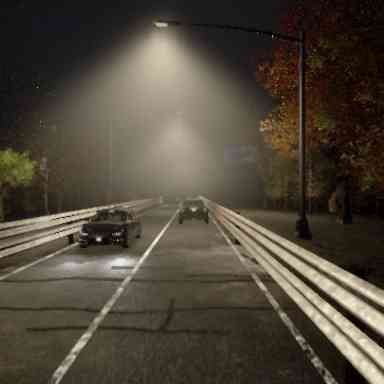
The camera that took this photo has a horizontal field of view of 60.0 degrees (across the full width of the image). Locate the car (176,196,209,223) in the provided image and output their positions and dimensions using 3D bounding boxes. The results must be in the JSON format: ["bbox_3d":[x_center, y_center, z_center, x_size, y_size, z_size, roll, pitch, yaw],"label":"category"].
[{"bbox_3d":[0.124,1.278,25.041,2.097,1.767,4.553,0,0,0],"label":"car"}]

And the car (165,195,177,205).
[{"bbox_3d":[-3.282,1.245,55.347,2.097,1.767,4.553,0,0,0],"label":"car"}]

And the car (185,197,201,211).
[{"bbox_3d":[0.134,1.413,41.396,1.837,1.490,4.892,0,0,0],"label":"car"}]

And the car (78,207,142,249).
[{"bbox_3d":[-3.334,1.443,14.325,1.837,1.490,4.892,0,0,0],"label":"car"}]
